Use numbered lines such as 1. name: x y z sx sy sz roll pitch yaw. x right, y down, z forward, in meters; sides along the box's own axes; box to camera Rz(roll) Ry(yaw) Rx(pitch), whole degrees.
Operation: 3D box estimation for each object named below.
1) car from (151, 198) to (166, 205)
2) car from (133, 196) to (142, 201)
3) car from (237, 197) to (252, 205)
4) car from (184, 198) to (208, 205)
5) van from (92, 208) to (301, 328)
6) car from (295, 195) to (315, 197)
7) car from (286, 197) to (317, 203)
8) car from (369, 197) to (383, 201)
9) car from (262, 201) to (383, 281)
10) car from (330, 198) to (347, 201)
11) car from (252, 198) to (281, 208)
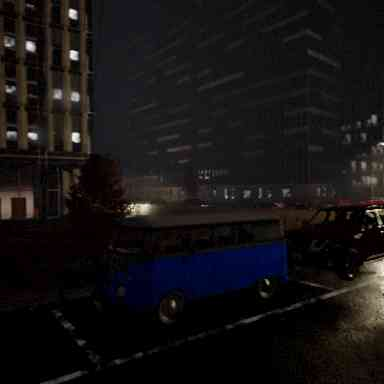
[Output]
1. car: -7.115 1.978 69.654 1.802 1.307 4.206 -2 1 -41
2. car: -15.518 1.910 92.230 1.947 1.339 4.313 -2 1 -41
3. car: 10.311 1.688 62.281 1.947 1.339 4.313 -2 1 -41
4. car: 0.713 1.836 64.697 2.033 1.411 5.357 -2 1 -41
5. van: 0.153 1.339 6.689 3.998 1.788 1.690 0 -1 -35
6. car: 17.684 1.372 53.719 2.192 1.841 5.009 -2 1 -41
7. car: 14.987 1.768 44.017 1.947 1.339 4.313 -2 1 -41
8. car: 25.070 1.432 45.167 1.967 1.590 4.097 -2 1 -41
9. car: 4.733 1.308 9.955 5.009 1.841 2.192 0 -1 -35
10. car: 21.382 1.607 49.446 1.802 1.307 4.206 -2 1 -41
11. car: 11.300 1.675 48.288 1.967 1.590 4.097 -2 1 -41
